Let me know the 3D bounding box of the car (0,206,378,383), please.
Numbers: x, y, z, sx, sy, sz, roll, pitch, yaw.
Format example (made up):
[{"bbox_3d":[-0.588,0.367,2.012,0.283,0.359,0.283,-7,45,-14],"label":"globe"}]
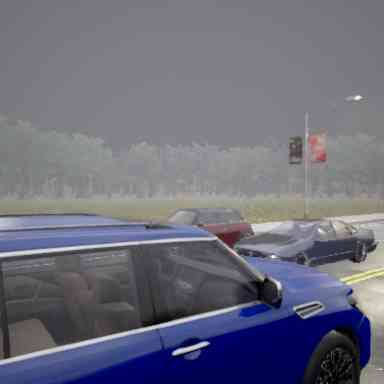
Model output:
[{"bbox_3d":[-0.694,1.219,2.942,5.566,2.045,2.150,0,0,-36],"label":"car"}]

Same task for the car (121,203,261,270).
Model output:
[{"bbox_3d":[0.060,1.337,11.713,4.553,1.767,2.097,0,0,-35],"label":"car"}]
